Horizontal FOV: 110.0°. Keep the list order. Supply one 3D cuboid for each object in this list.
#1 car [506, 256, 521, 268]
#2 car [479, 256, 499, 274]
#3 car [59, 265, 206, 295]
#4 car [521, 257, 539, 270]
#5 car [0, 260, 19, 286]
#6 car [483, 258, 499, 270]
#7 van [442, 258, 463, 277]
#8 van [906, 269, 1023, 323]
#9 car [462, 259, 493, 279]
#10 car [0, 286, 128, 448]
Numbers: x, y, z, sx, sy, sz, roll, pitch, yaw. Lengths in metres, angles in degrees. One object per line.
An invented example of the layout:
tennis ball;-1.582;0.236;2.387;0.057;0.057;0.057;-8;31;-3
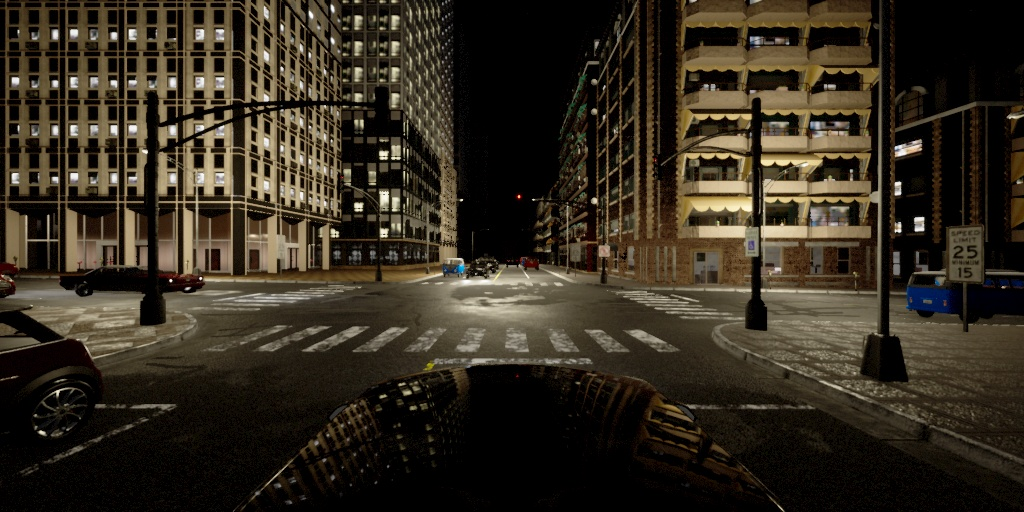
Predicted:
car;0.082;1.014;63.895;2.150;2.045;5.566;0;0;0
car;-3.041;0.995;42.873;2.150;2.045;5.566;0;0;1
car;-16.393;1.071;15.698;4.718;1.301;1.895;1;0;0
car;2.753;1.096;51.435;2.192;1.841;5.009;0;0;0
car;-21.132;0.821;13.105;4.097;1.591;1.967;0;0;0
car;-3.027;1.134;53.189;2.097;1.767;4.553;0;0;0
van;-5.648;1.108;34.792;1.690;1.789;3.998;0;0;0
van;16.927;1.457;13.006;3.998;1.789;1.690;0;0;0
car;-3.056;1.270;32.750;1.837;1.490;4.892;0;0;0
car;-5.689;1.190;2.318;1.967;1.591;4.097;0;0;0
